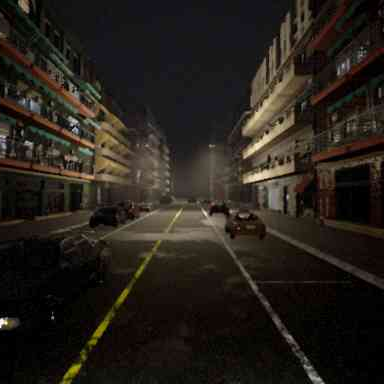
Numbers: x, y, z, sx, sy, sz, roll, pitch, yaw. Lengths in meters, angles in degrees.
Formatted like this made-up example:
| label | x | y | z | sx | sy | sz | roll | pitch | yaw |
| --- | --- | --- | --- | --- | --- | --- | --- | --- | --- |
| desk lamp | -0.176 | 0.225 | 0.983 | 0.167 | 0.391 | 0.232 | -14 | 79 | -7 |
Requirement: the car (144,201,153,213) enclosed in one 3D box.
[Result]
| label | x | y | z | sx | sy | sz | roll | pitch | yaw |
| --- | --- | --- | --- | --- | --- | --- | --- | --- | --- |
| car | -5.687 | 1.732 | 40.041 | 1.947 | 1.339 | 4.313 | 0 | 0 | 0 |

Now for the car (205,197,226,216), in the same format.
| label | x | y | z | sx | sy | sz | roll | pitch | yaw |
| --- | --- | --- | --- | --- | --- | --- | --- | --- | --- |
| car | 2.694 | 1.581 | 34.377 | 1.967 | 1.590 | 4.097 | 0 | 0 | 0 |

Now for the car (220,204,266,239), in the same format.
| label | x | y | z | sx | sy | sz | roll | pitch | yaw |
| --- | --- | --- | --- | --- | --- | --- | --- | --- | --- |
| car | 2.695 | 1.593 | 17.554 | 1.752 | 1.417 | 4.829 | 0 | 0 | 0 |

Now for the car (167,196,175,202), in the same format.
| label | x | y | z | sx | sy | sz | roll | pitch | yaw |
| --- | --- | --- | --- | --- | --- | --- | --- | --- | --- |
| car | -5.692 | 1.892 | 91.021 | 1.967 | 1.590 | 4.097 | 0 | 0 | 0 |

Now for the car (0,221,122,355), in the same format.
| label | x | y | z | sx | sy | sz | roll | pitch | yaw |
| --- | --- | --- | --- | --- | --- | --- | --- | --- | --- |
| car | -3.072 | 1.573 | 6.721 | 2.033 | 1.411 | 5.357 | 0 | 0 | 0 |

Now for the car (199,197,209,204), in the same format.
| label | x | y | z | sx | sy | sz | roll | pitch | yaw |
| --- | --- | --- | --- | --- | --- | --- | --- | --- | --- |
| car | 2.689 | 1.899 | 74.028 | 2.008 | 1.369 | 4.403 | 0 | 0 | 0 |

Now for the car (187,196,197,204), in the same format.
| label | x | y | z | sx | sy | sz | roll | pitch | yaw |
| --- | --- | --- | --- | --- | --- | --- | --- | --- | --- |
| car | -0.006 | 1.685 | 72.347 | 2.097 | 1.767 | 4.553 | 0 | 0 | 0 |

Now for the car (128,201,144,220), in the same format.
| label | x | y | z | sx | sy | sz | roll | pitch | yaw |
| --- | --- | --- | --- | --- | --- | --- | --- | --- | --- |
| car | -5.685 | 1.553 | 28.711 | 1.967 | 1.590 | 4.097 | 0 | 0 | 0 |

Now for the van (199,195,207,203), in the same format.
| label | x | y | z | sx | sy | sz | roll | pitch | yaw |
| --- | --- | --- | --- | --- | --- | --- | --- | --- | --- |
| van | 2.690 | 1.724 | 79.692 | 1.690 | 1.788 | 3.998 | 0 | 0 | 0 |

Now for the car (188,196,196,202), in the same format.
| label | x | y | z | sx | sy | sz | roll | pitch | yaw |
| --- | --- | --- | --- | --- | --- | --- | --- | --- | --- |
| car | -0.006 | 1.746 | 82.414 | 1.882 | 1.535 | 5.008 | 0 | 0 | 0 |

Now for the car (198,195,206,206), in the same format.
| label | x | y | z | sx | sy | sz | roll | pitch | yaw |
| --- | --- | --- | --- | --- | --- | --- | --- | --- | --- |
| car | 2.691 | 1.836 | 62.699 | 2.008 | 1.369 | 4.403 | 0 | 0 | 0 |

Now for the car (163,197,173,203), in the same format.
| label | x | y | z | sx | sy | sz | roll | pitch | yaw |
| --- | --- | --- | --- | --- | --- | --- | --- | --- | --- |
| car | -5.691 | 1.947 | 79.691 | 1.947 | 1.339 | 4.313 | 0 | 0 | 0 |

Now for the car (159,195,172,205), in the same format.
| label | x | y | z | sx | sy | sz | roll | pitch | yaw |
| --- | --- | --- | --- | --- | --- | --- | --- | --- | --- |
| car | -5.690 | 1.860 | 68.363 | 1.887 | 1.381 | 4.507 | 0 | 0 | 0 |

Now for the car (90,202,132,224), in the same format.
| label | x | y | z | sx | sy | sz | roll | pitch | yaw |
| --- | --- | --- | --- | --- | --- | --- | --- | --- | --- |
| car | -5.686 | 1.655 | 23.049 | 1.947 | 1.339 | 4.313 | 0 | 0 | 0 |

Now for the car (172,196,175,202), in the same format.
| label | x | y | z | sx | sy | sz | roll | pitch | yaw |
| --- | --- | --- | --- | --- | --- | --- | --- | --- | --- |
| car | -5.689 | 1.662 | 74.030 | 2.192 | 1.841 | 5.009 | 0 | 0 | 0 |
